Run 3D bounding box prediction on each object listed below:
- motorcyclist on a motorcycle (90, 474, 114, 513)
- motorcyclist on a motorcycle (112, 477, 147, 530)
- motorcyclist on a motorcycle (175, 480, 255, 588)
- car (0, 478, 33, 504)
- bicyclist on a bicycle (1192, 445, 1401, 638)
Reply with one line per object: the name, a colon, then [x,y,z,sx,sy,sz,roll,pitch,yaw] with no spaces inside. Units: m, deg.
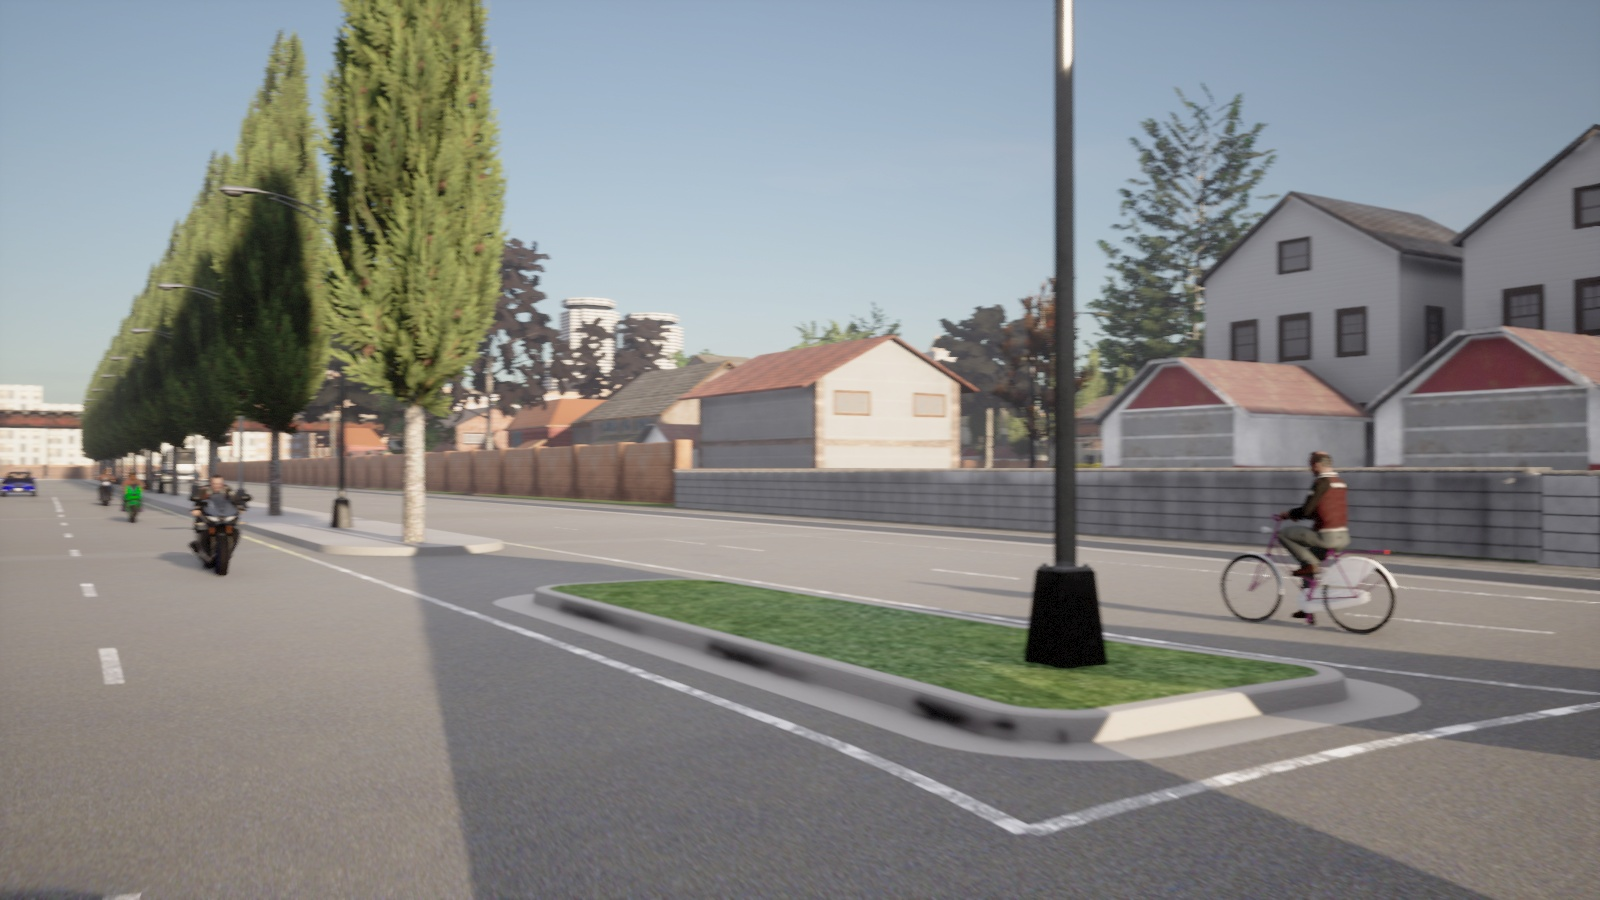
motorcyclist on a motorcycle: [-29.981,1.847,53.898,0.766,1.649,2.350,2,-2,-31]
motorcyclist on a motorcycle: [-19.839,1.554,37.147,0.797,1.523,2.044,0,-1,-31]
motorcyclist on a motorcycle: [-8.963,1.232,19.192,0.866,1.530,2.191,0,-1,-31]
car: [-45.965,2.372,73.516,1.816,1.474,4.193,0,-1,-31]
bicyclist on a bicycle: [4.908,0.860,12.518,0.659,1.776,1.843,1,-2,-39]
